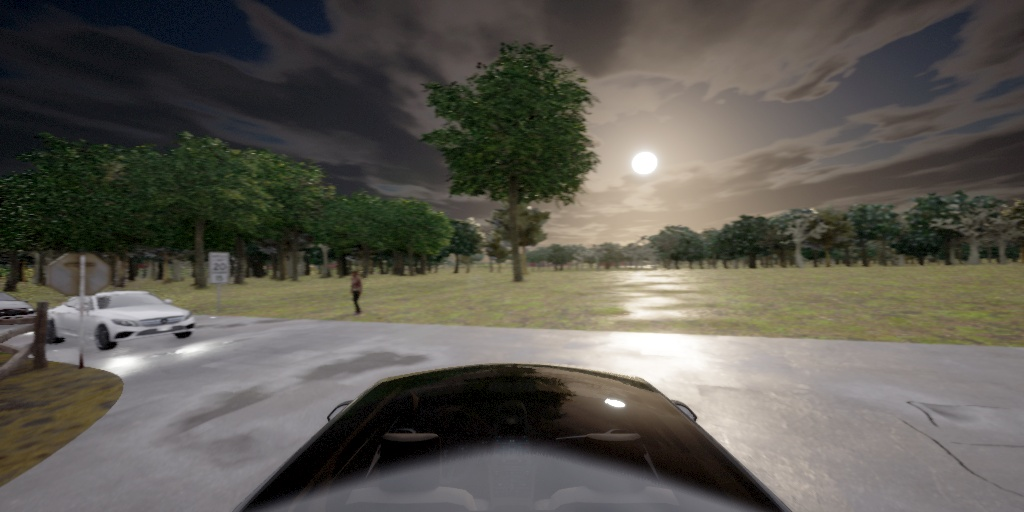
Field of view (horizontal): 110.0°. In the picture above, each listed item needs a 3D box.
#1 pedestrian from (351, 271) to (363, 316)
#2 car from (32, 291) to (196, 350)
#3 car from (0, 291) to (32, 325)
[{"bbox_3d":[-6.345,1.498,14.644,0.375,1.860,0.375,-2,-2,22],"label":"pedestrian"},{"bbox_3d":[-11.446,1.739,10.449,4.674,1.442,1.812,-2,-2,22],"label":"car"},{"bbox_3d":[-21.799,2.150,14.604,5.357,1.411,2.033,-2,-2,22],"label":"car"}]
